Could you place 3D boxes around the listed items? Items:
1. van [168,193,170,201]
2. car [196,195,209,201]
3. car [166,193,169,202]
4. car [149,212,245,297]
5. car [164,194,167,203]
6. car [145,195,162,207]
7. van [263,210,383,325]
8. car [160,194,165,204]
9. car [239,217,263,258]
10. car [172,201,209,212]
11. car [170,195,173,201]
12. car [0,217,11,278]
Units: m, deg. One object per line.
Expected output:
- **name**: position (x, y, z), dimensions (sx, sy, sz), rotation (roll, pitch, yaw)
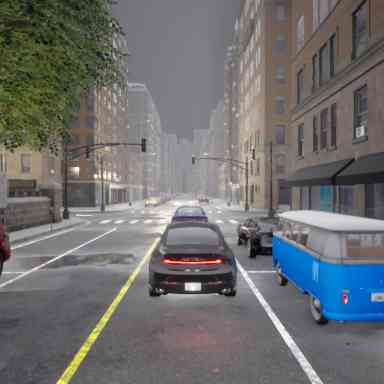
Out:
- **van**: position (-6.221, 1.311, 72.217), dimensions (1.690, 1.788, 3.998), rotation (0, 0, 0)
- **car**: position (2.346, 1.409, 66.868), dimensions (1.967, 1.590, 4.097), rotation (0, 0, 0)
- **car**: position (-6.178, 1.514, 66.766), dimensions (1.887, 1.381, 4.507), rotation (0, 0, 0)
- **car**: position (0.009, 1.503, 8.575), dimensions (1.837, 1.490, 4.892), rotation (0, 0, 0)
- **car**: position (-6.136, 1.514, 61.316), dimensions (1.887, 1.381, 4.507), rotation (0, 0, 0)
- **car**: position (-6.051, 1.497, 50.245), dimensions (1.752, 1.417, 4.829), rotation (0, 0, 0)
- **van**: position (2.808, 1.340, 6.833), dimensions (1.690, 1.788, 3.998), rotation (0, 0, 0)
- **car**: position (-6.094, 1.521, 55.865), dimensions (2.008, 1.369, 4.403), rotation (0, 0, 0)
- **car**: position (2.765, 1.563, 12.493), dimensions (1.947, 1.339, 4.313), rotation (0, 0, 0)
- **car**: position (-0.102, 1.472, 18.070), dimensions (1.882, 1.535, 5.008), rotation (0, 0, 0)
- **car**: position (-6.262, 1.522, 77.668), dimensions (2.008, 1.369, 4.403), rotation (0, 0, 0)
- **car**: position (-5.716, 1.314, 6.727), dimensions (2.192, 1.841, 5.009), rotation (0, 0, 0)
